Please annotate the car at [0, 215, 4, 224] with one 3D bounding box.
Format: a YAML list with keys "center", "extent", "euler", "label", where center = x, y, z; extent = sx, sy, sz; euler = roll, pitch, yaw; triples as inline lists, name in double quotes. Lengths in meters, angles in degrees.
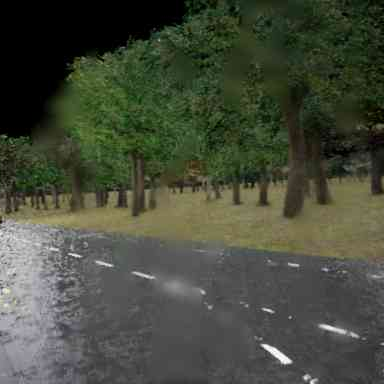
- center: [-25.755, 3.504, 42.996]
  extent: [1.837, 1.490, 4.892]
  euler: [-4, 0, -39]
  label: "car"
